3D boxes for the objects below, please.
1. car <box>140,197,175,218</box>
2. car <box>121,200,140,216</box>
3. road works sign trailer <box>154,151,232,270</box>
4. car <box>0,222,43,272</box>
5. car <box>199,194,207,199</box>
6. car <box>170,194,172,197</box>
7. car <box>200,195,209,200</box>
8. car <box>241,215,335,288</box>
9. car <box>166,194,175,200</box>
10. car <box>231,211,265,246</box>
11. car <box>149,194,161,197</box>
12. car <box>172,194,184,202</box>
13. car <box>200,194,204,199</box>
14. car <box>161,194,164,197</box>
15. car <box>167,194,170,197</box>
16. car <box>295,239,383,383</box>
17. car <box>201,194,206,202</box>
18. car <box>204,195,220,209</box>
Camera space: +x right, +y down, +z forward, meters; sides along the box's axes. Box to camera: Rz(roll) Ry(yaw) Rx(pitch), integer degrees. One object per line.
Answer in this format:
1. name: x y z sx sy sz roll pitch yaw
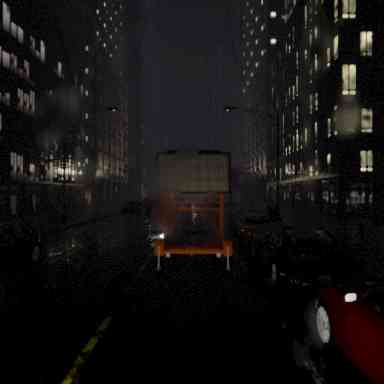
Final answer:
1. car: -2.975 1.438 29.419 2.128 1.511 4.902 0 0 0
2. car: -5.551 1.486 31.752 1.887 1.381 4.507 0 0 0
3. road works sign trailer: 0.046 0.449 10.927 2.380 3.560 2.880 0 0 0
4. car: -5.646 1.538 9.048 2.008 1.369 4.403 0 0 0
5. car: 3.094 1.267 94.129 1.887 1.381 4.507 1 0 0
6. car: -5.380 1.133 71.481 2.192 1.841 5.009 1 0 0
7. car: 3.046 1.338 82.779 1.947 1.339 4.313 1 0 0
8. car: 2.734 1.538 9.006 2.008 1.369 4.403 0 0 0
9. car: -5.333 1.212 82.832 1.967 1.590 4.097 1 0 0
10. car: 2.759 1.503 14.852 1.752 1.417 4.829 0 0 0
11. car: -5.501 1.351 43.104 1.967 1.590 4.097 0 0 0
12. car: -2.703 1.415 70.457 1.895 1.301 4.718 0 0 0
13. car: 2.950 1.441 60.080 1.802 1.307 4.206 1 0 0
14. car: -5.477 1.210 48.779 2.192 1.841 5.009 0 0 0
15. car: -5.431 1.441 60.129 1.802 1.307 4.206 1 0 0
16. car: 2.710 1.540 3.332 1.887 1.381 4.507 0 0 0
17. car: 2.926 1.460 54.405 1.802 1.307 4.206 1 0 0
18. car: 2.878 1.477 43.057 1.947 1.339 4.313 0 0 0
